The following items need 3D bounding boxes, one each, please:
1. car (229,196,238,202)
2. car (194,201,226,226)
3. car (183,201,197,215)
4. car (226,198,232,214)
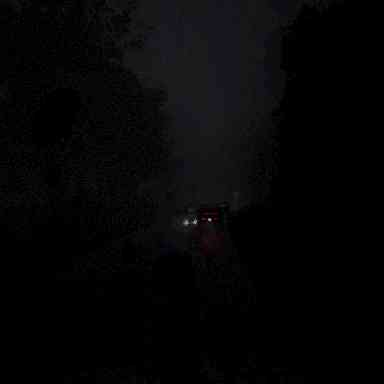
[{"bbox_3d":[9.600,1.698,78.287,2.097,1.767,4.553,1,1,18],"label":"car"},{"bbox_3d":[1.438,1.648,24.925,1.837,1.490,4.892,0,0,6],"label":"car"},{"bbox_3d":[0.172,1.813,38.399,2.128,1.511,4.902,0,-1,9],"label":"car"},{"bbox_3d":[3.732,1.912,41.965,2.128,1.511,4.902,0,-1,9],"label":"car"}]
